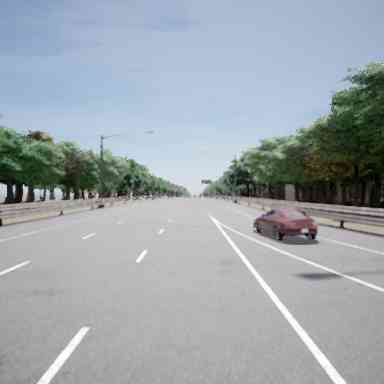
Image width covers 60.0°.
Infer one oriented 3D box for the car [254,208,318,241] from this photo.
[{"bbox_3d":[4.635,1.536,16.867,1.812,1.442,4.674,0,0,-8],"label":"car"}]
